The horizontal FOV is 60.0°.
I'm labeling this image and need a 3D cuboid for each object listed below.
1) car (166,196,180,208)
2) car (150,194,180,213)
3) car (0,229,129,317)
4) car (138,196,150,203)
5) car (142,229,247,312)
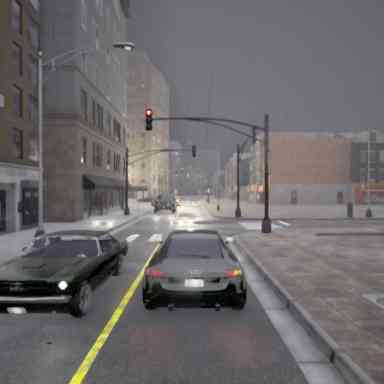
[{"bbox_3d":[-2.805,1.449,50.464,1.882,1.535,5.008,0,1,1],"label":"car"},{"bbox_3d":[-2.831,1.198,36.180,2.150,2.045,5.566,0,0,0],"label":"car"},{"bbox_3d":[-2.802,1.593,7.551,1.895,1.301,4.718,0,0,0],"label":"car"},{"bbox_3d":[-8.963,1.530,69.975,4.674,1.442,1.812,0,0,9],"label":"car"},{"bbox_3d":[0.053,1.557,7.799,1.994,1.385,4.181,0,0,0],"label":"car"}]
